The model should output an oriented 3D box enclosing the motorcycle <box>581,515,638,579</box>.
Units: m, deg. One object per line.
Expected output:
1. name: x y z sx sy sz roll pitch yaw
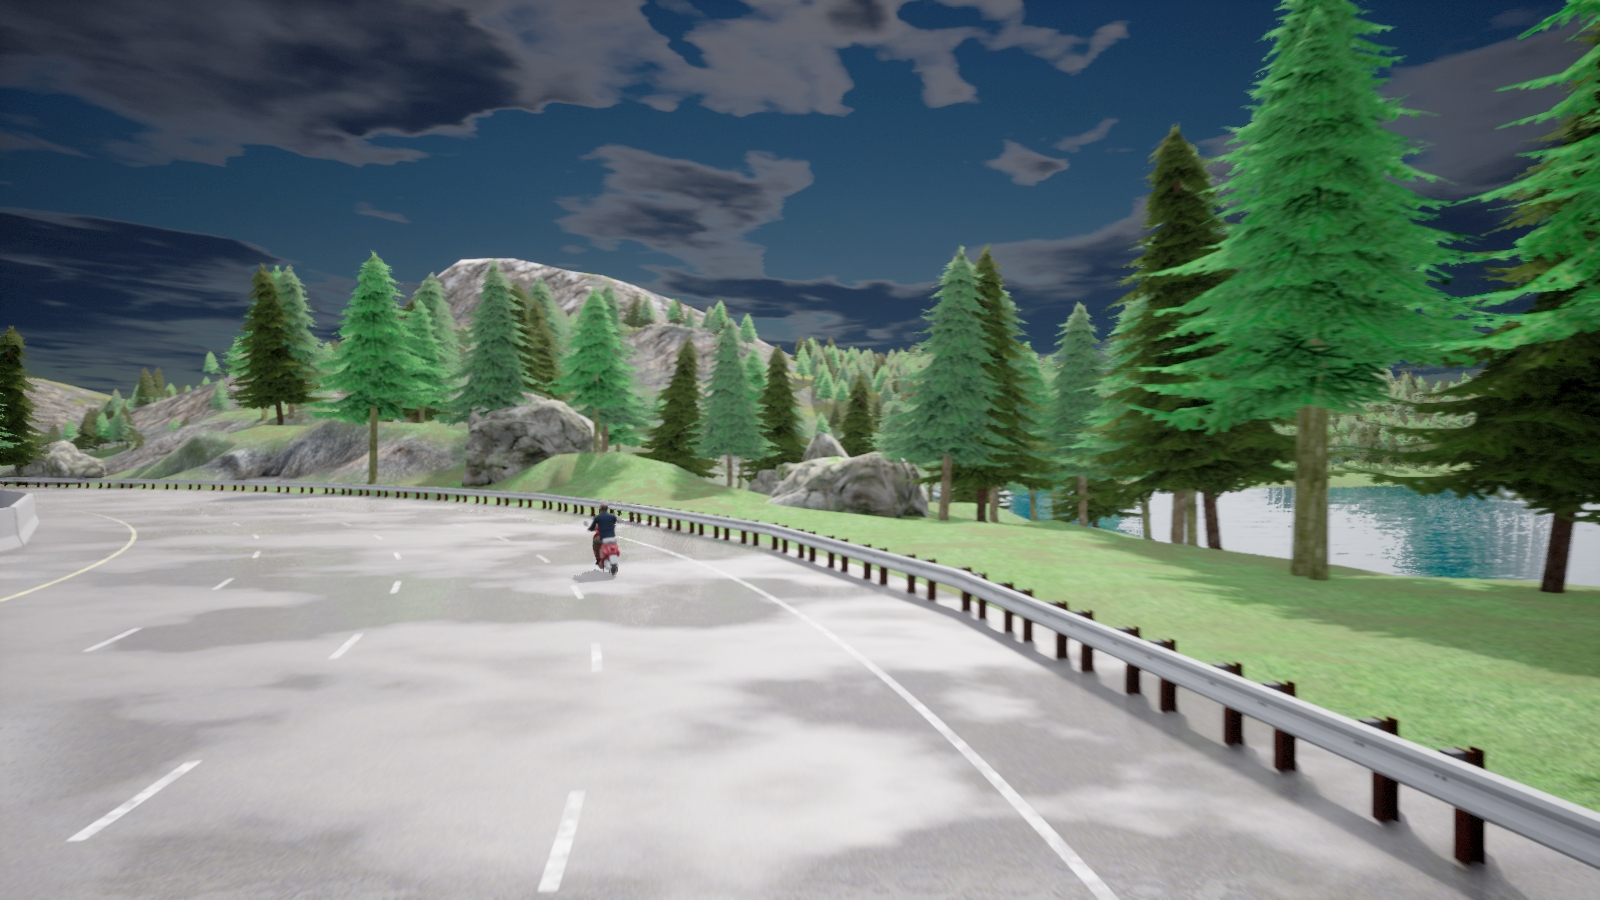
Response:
1. motorcycle: -4.366 2.187 26.040 0.856 1.236 1.805 -6 2 -20
